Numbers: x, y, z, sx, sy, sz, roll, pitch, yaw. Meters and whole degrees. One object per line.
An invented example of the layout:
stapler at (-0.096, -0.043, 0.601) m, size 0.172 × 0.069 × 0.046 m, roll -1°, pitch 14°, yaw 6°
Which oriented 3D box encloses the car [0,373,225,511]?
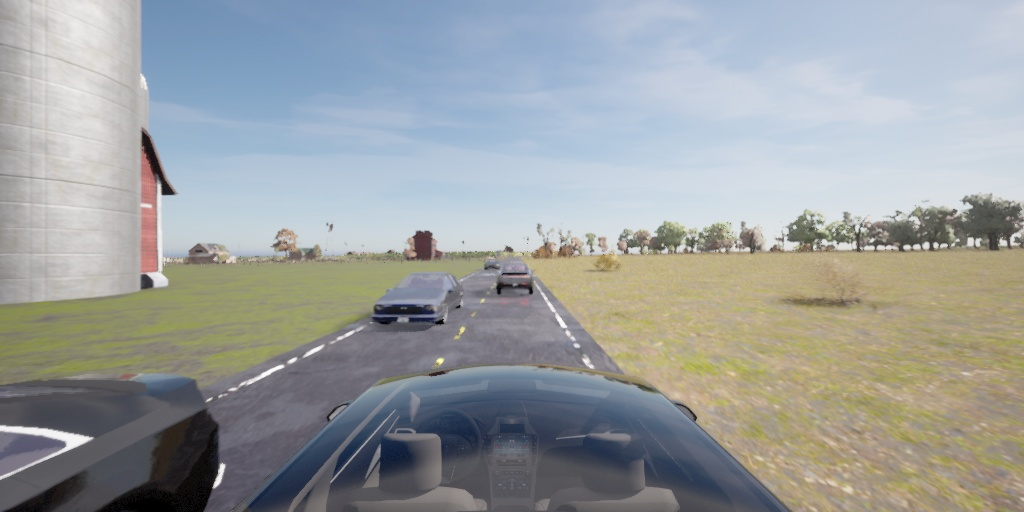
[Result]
car at (-2.819, 1.248, 0.295) m, size 2.128 × 1.511 × 4.902 m, roll 0°, pitch 0°, yaw 0°

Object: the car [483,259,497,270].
car at (-2.335, 1.058, 43.823) m, size 1.994 × 1.385 × 4.181 m, roll 0°, pitch 0°, yaw 1°

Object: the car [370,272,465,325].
car at (-2.745, 1.231, 11.811) m, size 2.033 × 1.411 × 5.357 m, roll 0°, pitch 1°, yaw 1°

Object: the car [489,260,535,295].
car at (0.183, 1.135, 19.057) m, size 2.128 × 1.511 × 4.902 m, roll 0°, pitch 0°, yaw 1°
